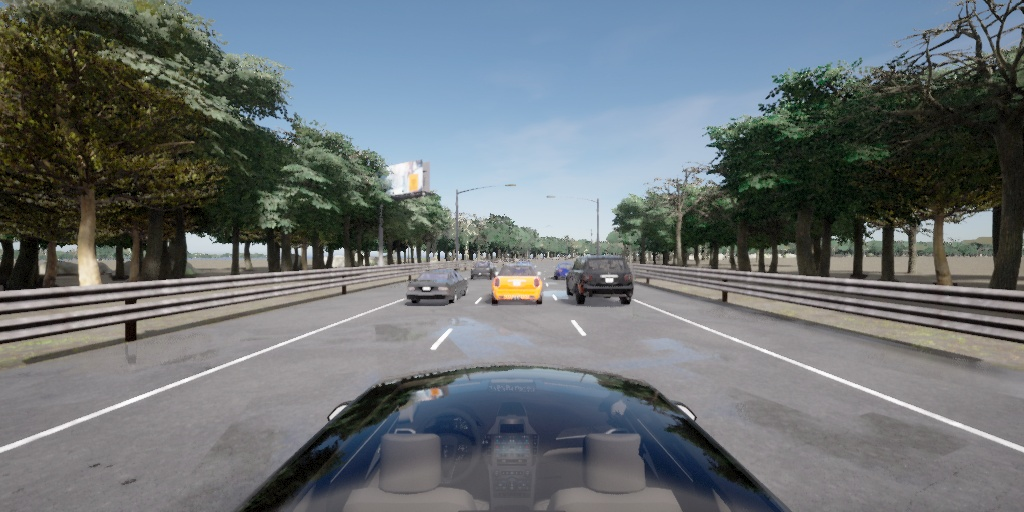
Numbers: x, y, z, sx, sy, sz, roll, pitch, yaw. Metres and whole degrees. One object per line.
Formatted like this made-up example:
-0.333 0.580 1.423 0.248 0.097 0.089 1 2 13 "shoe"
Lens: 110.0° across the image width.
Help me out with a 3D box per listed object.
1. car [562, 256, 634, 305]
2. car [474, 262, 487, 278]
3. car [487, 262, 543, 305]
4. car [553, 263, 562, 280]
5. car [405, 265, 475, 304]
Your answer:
3.769 1.006 16.193 2.150 2.045 5.566 0 0 2 "car"
-2.407 1.246 31.332 2.128 1.511 4.902 0 0 4 "car"
0.270 1.114 16.261 2.097 1.767 4.553 0 0 2 "car"
4.575 1.284 30.820 1.812 1.442 4.674 0 0 4 "car"
-3.227 1.311 16.420 2.033 1.411 5.357 0 0 2 "car"
